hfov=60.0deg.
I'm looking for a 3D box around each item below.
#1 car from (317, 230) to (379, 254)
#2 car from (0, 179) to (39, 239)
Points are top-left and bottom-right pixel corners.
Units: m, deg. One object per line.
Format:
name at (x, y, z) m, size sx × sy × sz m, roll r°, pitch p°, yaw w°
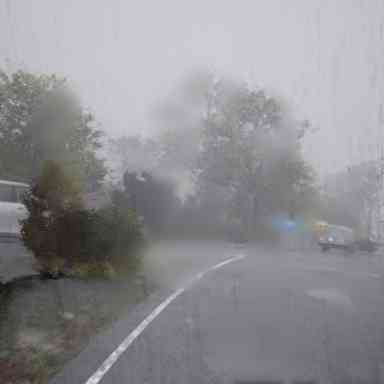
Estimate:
car at (9.846, 3.084, 20.852) m, size 5.357 × 1.411 × 2.033 m, roll 9°, pitch -8°, yaw -42°
car at (-5.536, 0.704, 10.434) m, size 5.566 × 2.045 × 2.150 m, roll 7°, pitch -5°, yaw -29°
